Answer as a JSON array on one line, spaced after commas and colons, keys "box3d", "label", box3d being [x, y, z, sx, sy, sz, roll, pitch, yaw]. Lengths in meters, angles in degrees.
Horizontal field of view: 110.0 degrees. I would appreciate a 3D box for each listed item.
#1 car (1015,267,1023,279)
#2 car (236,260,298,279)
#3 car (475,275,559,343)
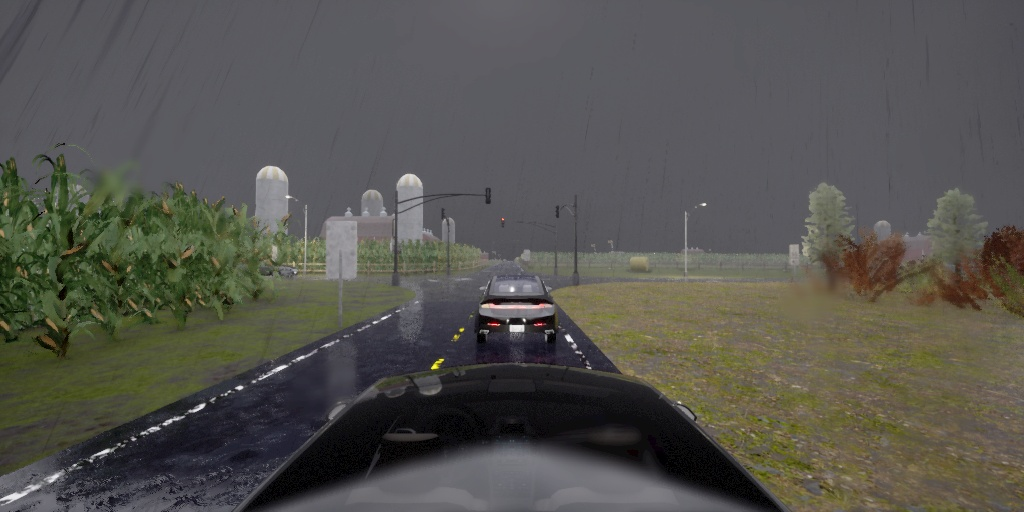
[{"box3d": [48.674, 1.720, 33.485, 4.674, 1.442, 1.812, 1, -1, -5], "label": "car"}, {"box3d": [-19.934, 1.059, 28.805, 4.902, 1.511, 2.128, 0, -1, -4], "label": "car"}, {"box3d": [0.103, 1.245, 9.645, 2.128, 1.511, 4.902, 0, 0, 0], "label": "car"}]
